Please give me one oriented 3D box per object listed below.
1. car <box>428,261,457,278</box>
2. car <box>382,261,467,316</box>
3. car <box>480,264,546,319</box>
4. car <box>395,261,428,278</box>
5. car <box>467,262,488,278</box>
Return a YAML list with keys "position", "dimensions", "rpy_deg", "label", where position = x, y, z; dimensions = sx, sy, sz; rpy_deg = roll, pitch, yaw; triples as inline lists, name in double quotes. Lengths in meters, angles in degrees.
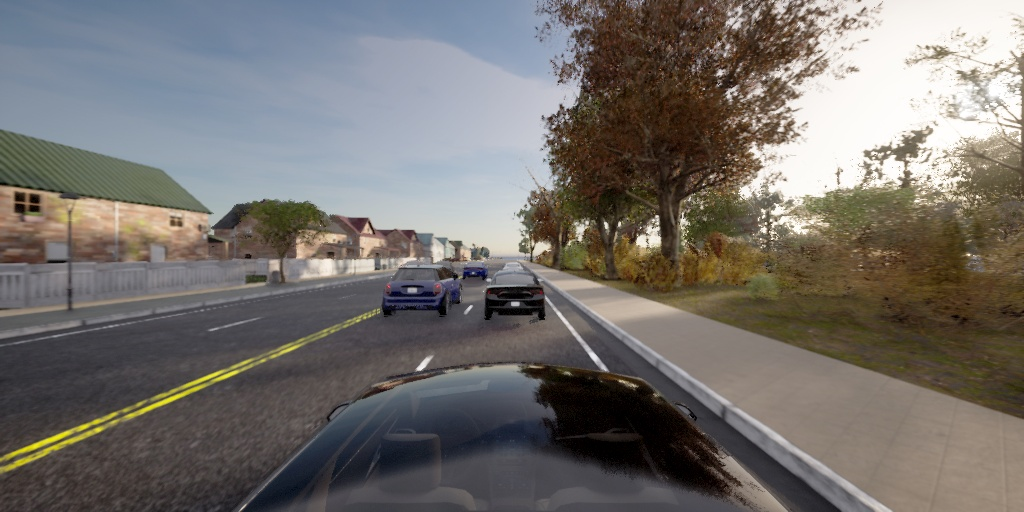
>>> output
- position: [-6.594, 1.265, 34.531]
  dimensions: [1.837, 1.490, 4.892]
  rpy_deg: [0, 0, 0]
  label: "car"
- position: [-3.149, 1.105, 13.449]
  dimensions: [2.097, 1.767, 4.553]
  rpy_deg: [0, 0, 0]
  label: "car"
- position: [0.086, 1.229, 12.796]
  dimensions: [1.882, 1.535, 5.008]
  rpy_deg: [0, 0, 0]
  label: "car"
- position: [-9.843, 1.238, 35.628]
  dimensions: [1.882, 1.535, 5.008]
  rpy_deg: [0, 0, 0]
  label: "car"
- position: [-3.150, 1.236, 31.641]
  dimensions: [1.882, 1.535, 5.008]
  rpy_deg: [0, 0, 0]
  label: "car"
